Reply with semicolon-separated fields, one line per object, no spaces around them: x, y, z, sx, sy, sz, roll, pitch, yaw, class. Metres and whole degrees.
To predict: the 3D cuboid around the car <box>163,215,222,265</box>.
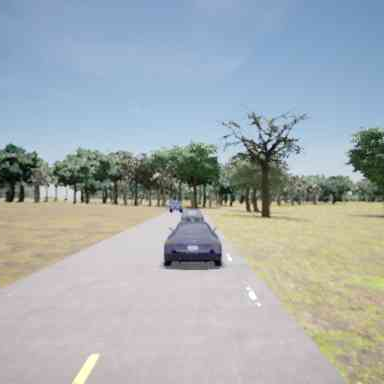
0.049;1.766;12.491;1.994;1.385;4.181;0;-1;1;car

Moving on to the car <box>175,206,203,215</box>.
0.026;2.026;25.241;2.033;1.411;5.357;0;-1;0;car

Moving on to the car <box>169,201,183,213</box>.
-2.784;2.598;58.055;2.150;2.045;5.566;0;-2;1;car
